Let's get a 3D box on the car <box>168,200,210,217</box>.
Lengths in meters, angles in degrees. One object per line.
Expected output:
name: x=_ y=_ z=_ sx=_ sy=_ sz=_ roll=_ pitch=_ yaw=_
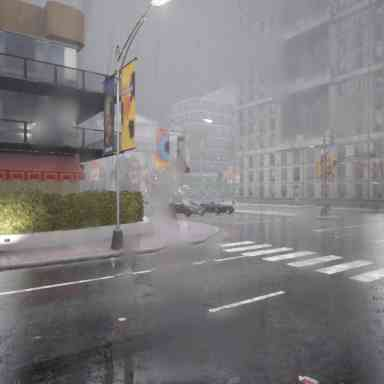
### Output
car: x=-0.624 y=1.526 z=32.087 sx=1.812 sy=1.442 sz=4.674 roll=0 pitch=0 yaw=-35

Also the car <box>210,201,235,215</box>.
car: x=2.227 y=1.601 z=34.117 sx=1.895 sy=1.301 sz=4.718 roll=0 pitch=0 yaw=-35
